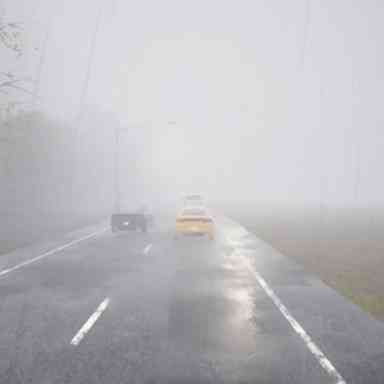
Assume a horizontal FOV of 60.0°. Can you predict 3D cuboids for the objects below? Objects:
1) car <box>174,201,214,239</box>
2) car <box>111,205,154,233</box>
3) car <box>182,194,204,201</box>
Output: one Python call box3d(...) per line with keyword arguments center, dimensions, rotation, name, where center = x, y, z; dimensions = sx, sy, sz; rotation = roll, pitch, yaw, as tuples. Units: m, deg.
box3d(center=(0.109, 1.480, 17.360), dimensions=(1.882, 1.535, 5.008), rotation=(0, 0, 0), name="car")
box3d(center=(-3.403, 1.481, 19.752), dimensions=(1.882, 1.535, 5.008), rotation=(0, 0, 0), name="car")
box3d(center=(0.096, 1.229, 36.507), dimensions=(2.150, 2.045, 5.566), rotation=(0, 0, 0), name="car")
